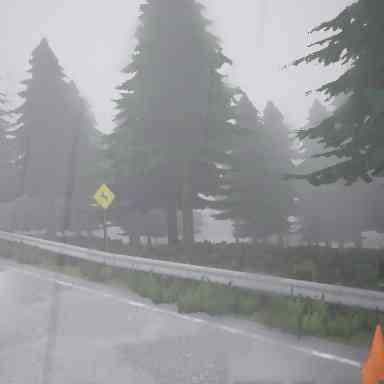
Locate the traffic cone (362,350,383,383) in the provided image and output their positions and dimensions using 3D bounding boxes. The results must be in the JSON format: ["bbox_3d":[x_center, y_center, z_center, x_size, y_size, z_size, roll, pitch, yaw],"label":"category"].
[{"bbox_3d":[1.773,1.956,3.298,0.340,0.580,0.340,0,0,34],"label":"traffic cone"}]

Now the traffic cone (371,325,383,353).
[{"bbox_3d":[2.322,1.956,4.131,0.340,0.580,0.340,0,0,34],"label":"traffic cone"}]
